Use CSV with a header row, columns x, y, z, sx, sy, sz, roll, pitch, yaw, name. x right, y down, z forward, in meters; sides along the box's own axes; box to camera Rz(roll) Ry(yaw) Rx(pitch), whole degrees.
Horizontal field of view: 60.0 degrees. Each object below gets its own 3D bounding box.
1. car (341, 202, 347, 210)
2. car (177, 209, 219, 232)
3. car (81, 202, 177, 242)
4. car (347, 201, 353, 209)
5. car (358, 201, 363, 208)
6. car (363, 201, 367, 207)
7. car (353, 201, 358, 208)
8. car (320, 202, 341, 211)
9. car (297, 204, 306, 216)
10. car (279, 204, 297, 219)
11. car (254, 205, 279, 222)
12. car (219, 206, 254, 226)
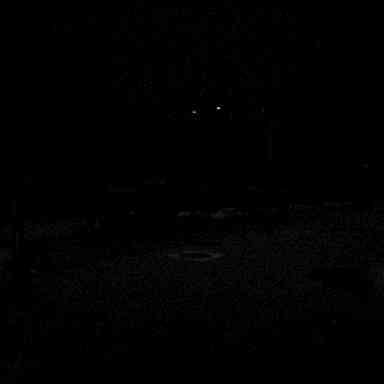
x,y,z,sx,sy,sz,roll,pitch,yaw,name
24.705,2.364,57.066,1.752,1.417,4.829,-1,-1,35,car
-0.217,1.815,21.961,1.802,1.307,4.206,-1,-1,35,car
-3.344,1.471,17.561,2.192,1.841,5.009,-1,-1,35,car
27.930,2.482,61.608,1.947,1.339,4.313,-1,-1,35,car
34.185,2.633,70.419,1.947,1.339,4.313,-1,-1,35,car
40.440,2.786,79.229,1.947,1.339,4.313,-1,-1,35,car
31.058,2.574,66.014,1.802,1.307,4.206,-1,-1,35,car
21.675,2.317,52.798,2.008,1.369,4.403,-1,-1,35,car
12.293,2.089,39.583,2.008,1.369,4.403,-1,-1,35,car
9.165,2.028,35.177,1.947,1.339,4.313,-1,-1,35,car
6.038,1.952,30.772,1.947,1.339,4.313,-1,-1,35,car
2.812,1.832,26.229,1.752,1.417,4.829,-1,-1,35,car
